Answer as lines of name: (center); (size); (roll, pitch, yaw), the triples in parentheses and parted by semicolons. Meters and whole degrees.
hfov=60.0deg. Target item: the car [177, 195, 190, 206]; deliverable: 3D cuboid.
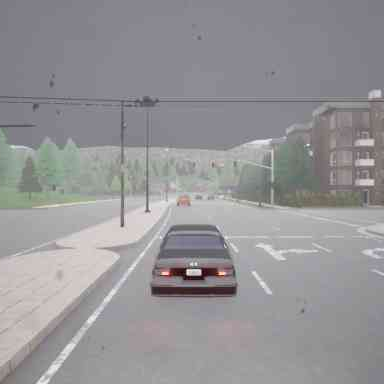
car: (-1.364, 1.352, 54.470); (2.097, 1.767, 4.553); (0, 0, -1)

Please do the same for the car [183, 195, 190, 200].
car: (-1.556, 1.524, 95.473); (1.812, 1.442, 4.674); (0, 0, 0)

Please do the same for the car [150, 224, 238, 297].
car: (0.042, 1.547, 8.725); (2.033, 1.411, 5.357); (0, 0, 0)
